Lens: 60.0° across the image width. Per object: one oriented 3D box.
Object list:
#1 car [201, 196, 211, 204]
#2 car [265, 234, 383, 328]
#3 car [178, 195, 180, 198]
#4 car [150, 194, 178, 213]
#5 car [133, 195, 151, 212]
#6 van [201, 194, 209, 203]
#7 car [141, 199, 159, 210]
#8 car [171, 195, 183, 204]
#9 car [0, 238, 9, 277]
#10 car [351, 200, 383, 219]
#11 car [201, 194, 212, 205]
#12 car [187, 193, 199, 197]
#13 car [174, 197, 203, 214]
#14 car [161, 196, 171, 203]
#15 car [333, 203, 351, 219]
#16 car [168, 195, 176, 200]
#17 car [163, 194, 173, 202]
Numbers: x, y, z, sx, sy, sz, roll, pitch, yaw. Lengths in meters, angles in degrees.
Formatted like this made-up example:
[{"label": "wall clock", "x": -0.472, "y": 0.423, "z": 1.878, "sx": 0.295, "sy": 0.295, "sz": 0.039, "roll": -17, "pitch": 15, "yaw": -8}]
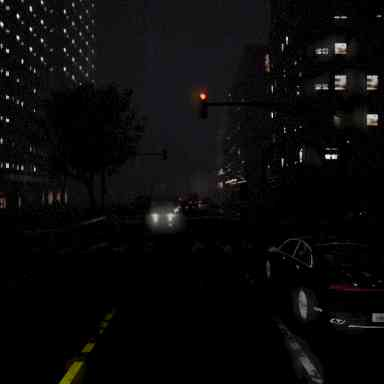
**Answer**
[{"label": "car", "x": 2.782, "y": 1.577, "z": 67.080, "sx": 1.752, "sy": 1.417, "sz": 4.829, "roll": 0, "pitch": 0, "yaw": 0}, {"label": "car", "x": 2.699, "y": 1.551, "z": 6.908, "sx": 2.008, "sy": 1.369, "sz": 4.403, "roll": 0, "pitch": 0, "yaw": 0}, {"label": "car", "x": -3.031, "y": 1.505, "z": 46.132, "sx": 1.882, "sy": 1.535, "sz": 5.008, "roll": 0, "pitch": 0, "yaw": 0}, {"label": "car", "x": -3.048, "y": 1.371, "z": 37.042, "sx": 2.097, "sy": 1.767, "sz": 4.553, "roll": 0, "pitch": 0, "yaw": 0}, {"label": "car", "x": -5.637, "y": 1.336, "z": 39.308, "sx": 2.192, "sy": 1.841, "sz": 5.009, "roll": 0, "pitch": 0, "yaw": 0}, {"label": "van", "x": 2.789, "y": 1.402, "z": 72.434, "sx": 1.690, "sy": 1.788, "sz": 3.998, "roll": 0, "pitch": 0, "yaw": 0}, {"label": "car", "x": -5.630, "y": 1.592, "z": 44.831, "sx": 1.947, "sy": 1.339, "sz": 4.313, "roll": 0, "pitch": 0, "yaw": 0}, {"label": "car", "x": -2.949, "y": 1.402, "z": 65.372, "sx": 2.097, "sy": 1.767, "sz": 4.553, "roll": 0, "pitch": 0, "yaw": 1}, {"label": "car", "x": -5.681, "y": 1.545, "z": 6.919, "sx": 1.887, "sy": 1.381, "sz": 4.507, "roll": 0, "pitch": 0, "yaw": 0}, {"label": "car", "x": 14.433, "y": 1.291, "z": 23.728, "sx": 4.892, "sy": 1.490, "sz": 1.837, "roll": -1, "pitch": 0, "yaw": 0}, {"label": "car", "x": 2.774, "y": 1.610, "z": 61.387, "sx": 1.947, "sy": 1.339, "sz": 4.313, "roll": 0, "pitch": 0, "yaw": 0}, {"label": "car", "x": 0.198, "y": 1.264, "z": 64.007, "sx": 2.150, "sy": 2.045, "sz": 5.566, "roll": 0, "pitch": -1, "yaw": -1}, {"label": "car", "x": -0.275, "y": 1.564, "z": 35.168, "sx": 2.033, "sy": 1.411, "sz": 5.357, "roll": 0, "pitch": 0, "yaw": 5}, {"label": "car", "x": -5.592, "y": 1.627, "z": 72.445, "sx": 1.947, "sy": 1.339, "sz": 4.313, "roll": 0, "pitch": 0, "yaw": 0}, {"label": "car", "x": 13.462, "y": 1.350, "z": 26.299, "sx": 4.403, "sy": 1.369, "sz": 2.008, "roll": -1, "pitch": 1, "yaw": 0}, {"label": "car", "x": -5.561, "y": 1.654, "z": 94.536, "sx": 2.008, "sy": 1.369, "sz": 4.403, "roll": 0, "pitch": 0, "yaw": 0}, {"label": "car", "x": -5.584, "y": 1.385, "z": 77.967, "sx": 2.192, "sy": 1.841, "sz": 5.009, "roll": 0, "pitch": 0, "yaw": 0}]
